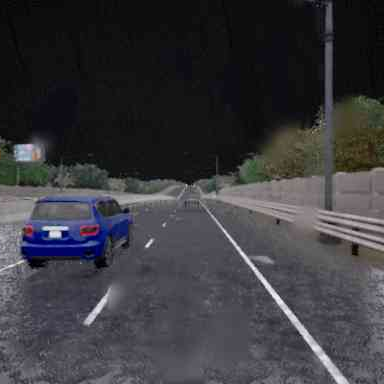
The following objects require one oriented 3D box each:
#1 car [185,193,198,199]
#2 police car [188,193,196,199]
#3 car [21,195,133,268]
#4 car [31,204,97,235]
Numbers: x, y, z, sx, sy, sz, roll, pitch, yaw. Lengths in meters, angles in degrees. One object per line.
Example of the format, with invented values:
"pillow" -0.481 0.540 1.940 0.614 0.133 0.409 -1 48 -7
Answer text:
"car" -0.018 0.844 42.330 2.033 1.649 4.856 0 0 0
"police car" -0.035 1.013 84.993 2.038 1.542 4.974 0 0 0
"car" -3.405 1.117 10.965 2.150 2.045 5.566 0 1 0
"car" -6.909 1.447 18.583 1.895 1.301 4.718 0 0 0
